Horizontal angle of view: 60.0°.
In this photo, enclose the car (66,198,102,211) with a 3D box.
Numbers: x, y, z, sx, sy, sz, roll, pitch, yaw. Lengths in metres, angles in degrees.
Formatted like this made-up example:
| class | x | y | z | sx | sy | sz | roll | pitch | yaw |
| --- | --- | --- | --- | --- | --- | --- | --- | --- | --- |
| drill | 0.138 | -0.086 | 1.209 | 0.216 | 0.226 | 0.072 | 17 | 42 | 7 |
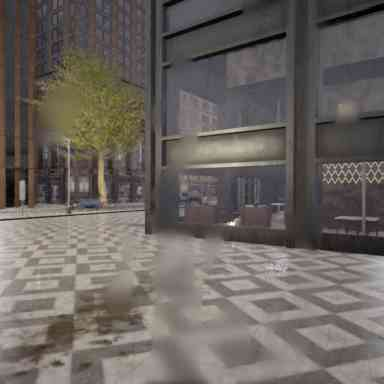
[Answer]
| class | x | y | z | sx | sy | sz | roll | pitch | yaw |
| --- | --- | --- | --- | --- | --- | --- | --- | --- | --- |
| car | -12.952 | 1.463 | 39.986 | 1.994 | 1.385 | 4.181 | 0 | 0 | 36 |
